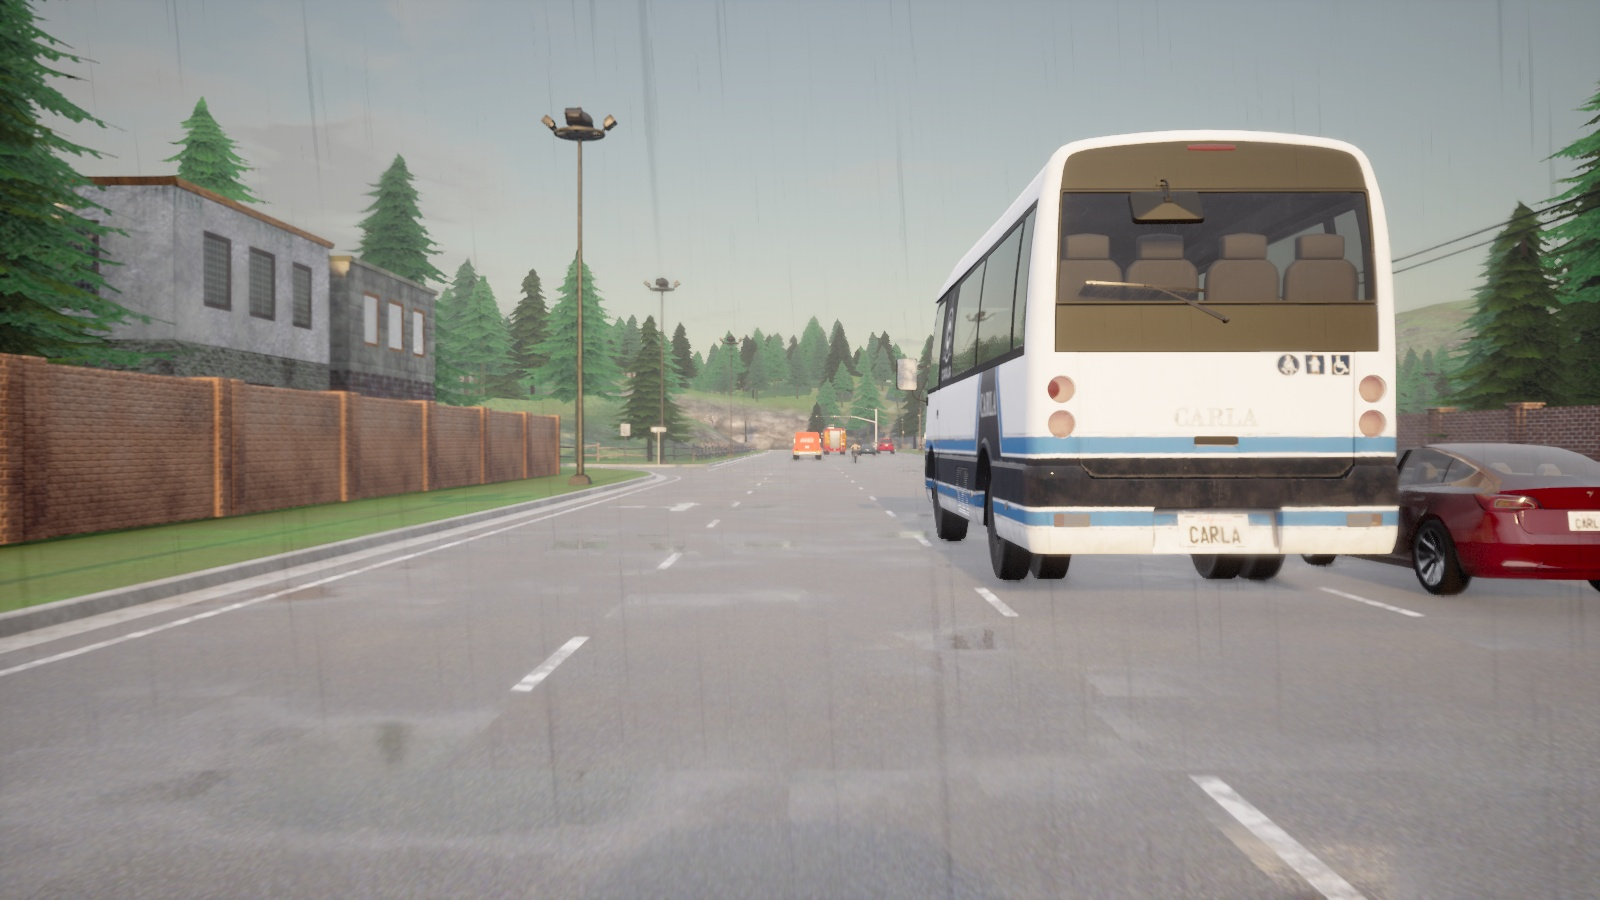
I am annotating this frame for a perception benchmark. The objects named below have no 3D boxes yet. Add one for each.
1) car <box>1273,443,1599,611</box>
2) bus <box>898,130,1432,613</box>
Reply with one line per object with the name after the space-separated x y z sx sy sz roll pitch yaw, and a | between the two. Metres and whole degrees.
7.093 0.675 13.583 2.163 1.488 4.792 0 0 0 | car
3.609 -0.718 16.197 3.944 4.253 10.273 0 0 0 | bus
